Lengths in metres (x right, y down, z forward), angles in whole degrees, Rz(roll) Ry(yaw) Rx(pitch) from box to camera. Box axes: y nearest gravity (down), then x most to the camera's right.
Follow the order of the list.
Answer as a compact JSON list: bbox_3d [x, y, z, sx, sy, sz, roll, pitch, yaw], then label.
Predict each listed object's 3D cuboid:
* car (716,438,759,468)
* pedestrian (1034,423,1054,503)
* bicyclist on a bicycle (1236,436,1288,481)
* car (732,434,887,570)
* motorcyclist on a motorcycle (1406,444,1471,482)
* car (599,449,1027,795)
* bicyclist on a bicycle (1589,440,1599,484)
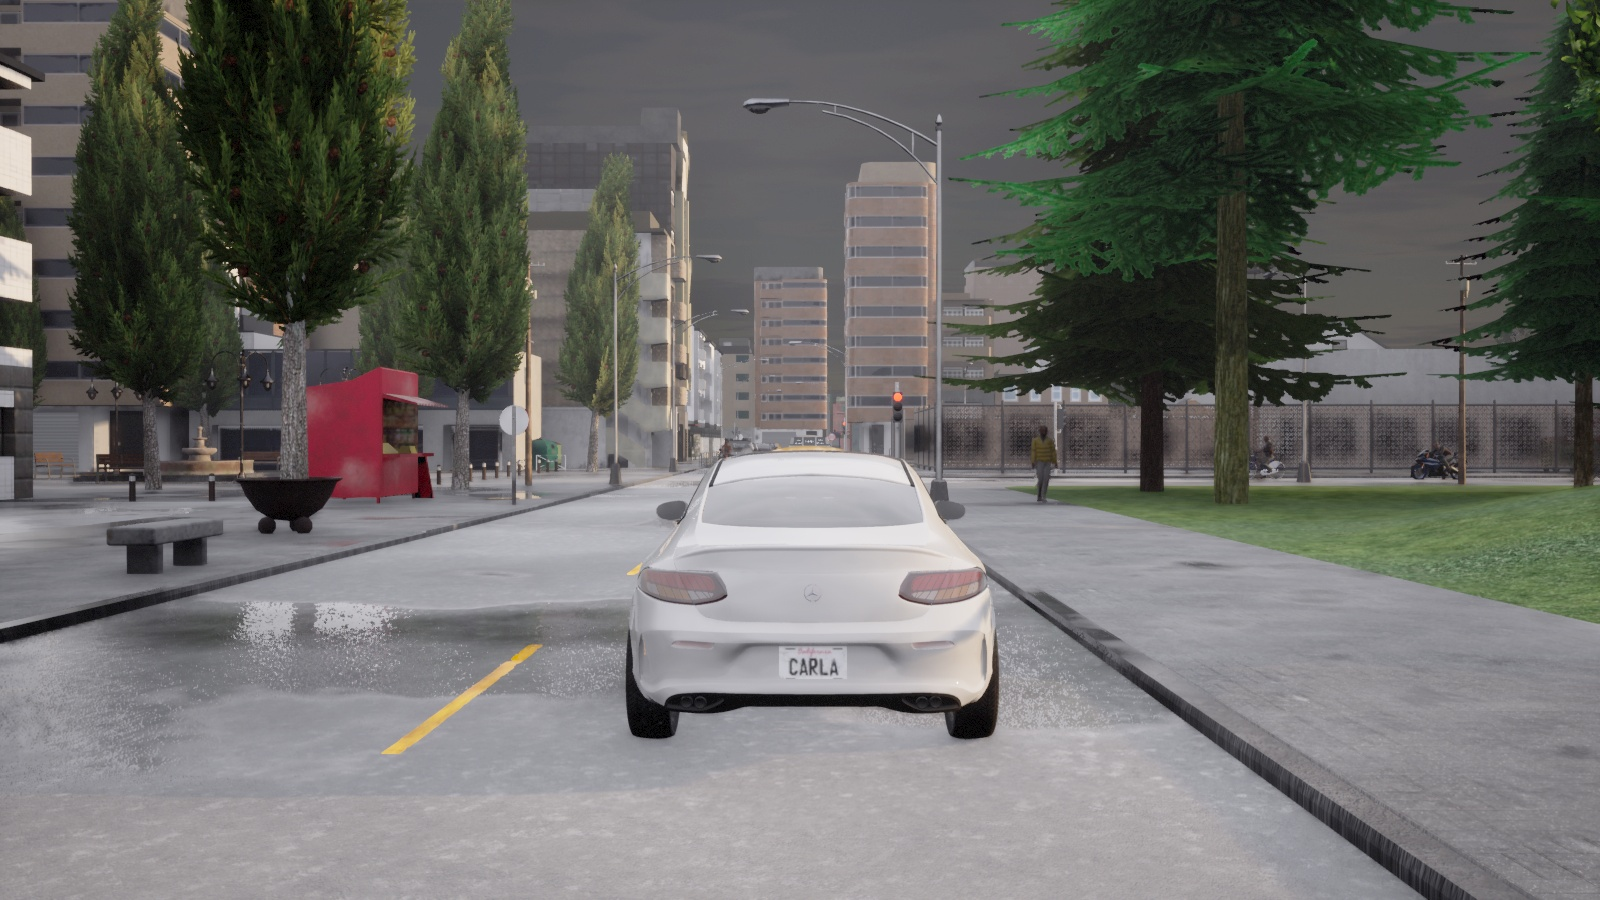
[{"bbox_3d":[-3.580,0.178,72.924,2.242,1.667,4.611,0,0,0],"label":"car"},{"bbox_3d":[5.670,0.296,29.229,0.370,1.835,0.726,0,0,4],"label":"pedestrian"},{"bbox_3d":[18.591,0.347,50.540,1.843,1.776,0.659,0,0,0],"label":"bicyclist on a bicycle"},{"bbox_3d":[0.130,0.588,17.254,1.801,1.575,5.366,0,0,0],"label":"car"},{"bbox_3d":[25.661,0.517,50.500,2.191,1.530,0.866,0,0,0],"label":"motorcyclist on a motorcycle"},{"bbox_3d":[0.067,0.729,7.659,1.812,1.442,4.674,0,0,0],"label":"car"},{"bbox_3d":[30.205,0.462,46.472,1.656,1.620,0.582,1,0,0],"label":"bicyclist on a bicycle"}]
